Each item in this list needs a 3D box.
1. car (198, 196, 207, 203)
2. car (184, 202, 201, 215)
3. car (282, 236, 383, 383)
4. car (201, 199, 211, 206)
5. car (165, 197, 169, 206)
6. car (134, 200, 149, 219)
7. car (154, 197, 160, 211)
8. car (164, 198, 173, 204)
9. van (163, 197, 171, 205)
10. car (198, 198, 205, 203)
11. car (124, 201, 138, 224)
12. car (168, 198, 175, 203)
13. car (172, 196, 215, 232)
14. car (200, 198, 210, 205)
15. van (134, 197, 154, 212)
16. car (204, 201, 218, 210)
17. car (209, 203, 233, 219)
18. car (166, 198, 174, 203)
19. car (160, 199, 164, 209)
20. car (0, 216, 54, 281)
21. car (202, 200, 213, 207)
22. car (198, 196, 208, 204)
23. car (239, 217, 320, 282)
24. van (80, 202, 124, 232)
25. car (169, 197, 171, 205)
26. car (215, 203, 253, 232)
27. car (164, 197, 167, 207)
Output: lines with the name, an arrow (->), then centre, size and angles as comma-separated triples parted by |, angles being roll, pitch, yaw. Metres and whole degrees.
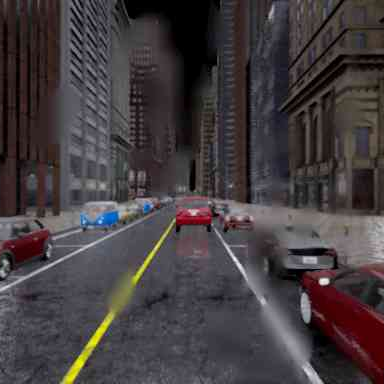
car -> 2.734, 2.062, 88.770 | 2.192, 1.841, 5.009 | 0, -1, 0
car -> 0.090, 1.923, 39.794 | 1.895, 1.301, 4.718 | 0, 0, 0
car -> 2.760, 1.579, 4.228 | 1.887, 1.381, 4.507 | 0, 0, 0
car -> 2.742, 2.127, 66.225 | 1.802, 1.307, 4.206 | 0, 0, 0
car -> -5.781, 2.063, 60.581 | 1.947, 1.339, 4.313 | 0, 0, 0
car -> -5.773, 1.812, 32.398 | 2.008, 1.369, 4.403 | 0, 0, 0
car -> -5.777, 1.795, 43.672 | 1.967, 1.590, 4.097 | 0, 0, 0
car -> -5.788, 2.219, 82.957 | 1.752, 1.417, 4.829 | 0, -1, 0
van -> -5.787, 1.986, 77.492 | 1.690, 1.788, 3.998 | 0, -1, 0
car -> 2.734, 2.365, 94.404 | 1.947, 1.339, 4.313 | 0, -1, 0
car -> -5.772, 1.739, 26.593 | 1.752, 1.417, 4.829 | 0, 0, 0
car -> -5.791, 2.365, 94.399 | 1.947, 1.339, 4.313 | 0, -1, 0
car -> 0.094, 1.390, 21.718 | 2.150, 2.045, 5.566 | 0, -1, 0
car -> 2.740, 2.035, 71.862 | 1.967, 1.590, 4.097 | 0, -1, 0
van -> -5.776, 1.649, 38.037 | 1.690, 1.788, 3.998 | 0, 0, 0
car -> 2.747, 1.984, 49.316 | 1.802, 1.307, 4.206 | 0, 0, 0
car -> 2.752, 1.827, 32.408 | 1.947, 1.339, 4.313 | 0, 0, 0
car -> -5.789, 2.329, 88.763 | 1.802, 1.307, 4.206 | 0, -1, 0
car -> -5.779, 1.717, 49.310 | 2.192, 1.841, 5.009 | 0, 0, 0
car -> -5.767, 1.519, 9.854 | 1.967, 1.590, 4.097 | 0, 0, 0
car -> 2.744, 2.079, 60.589 | 1.802, 1.307, 4.206 | 0, 0, 0
car -> 2.736, 2.010, 83.134 | 2.192, 1.841, 5.009 | 0, -1, 0
car -> 2.758, 1.645, 9.864 | 1.947, 1.339, 4.313 | 0, 0, 0
van -> -5.771, 1.510, 21.128 | 1.690, 1.788, 3.998 | 0, 0, 0
car -> -5.783, 2.096, 66.217 | 2.008, 1.369, 4.403 | 0, 0, 0
car -> 2.754, 1.609, 21.136 | 1.967, 1.590, 4.097 | 0, 0, 0
car -> -5.779, 2.015, 54.945 | 1.947, 1.339, 4.313 | 0, 0, 0
